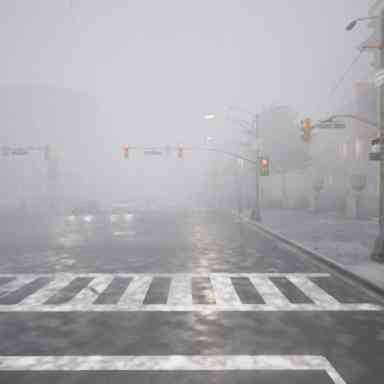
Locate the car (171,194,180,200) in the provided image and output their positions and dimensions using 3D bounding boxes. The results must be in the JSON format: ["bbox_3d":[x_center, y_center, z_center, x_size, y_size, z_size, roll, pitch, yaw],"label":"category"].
[{"bbox_3d":[-5.062,1.290,88.302,2.097,1.767,4.553,0,0,-29],"label":"car"}]

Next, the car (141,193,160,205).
[{"bbox_3d":[-7.189,1.434,57.814,1.882,1.535,5.008,0,0,0],"label":"car"}]

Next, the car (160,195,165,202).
[{"bbox_3d":[-7.360,1.425,71.858,1.882,1.535,5.008,0,0,-3],"label":"car"}]

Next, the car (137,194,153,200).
[{"bbox_3d":[-13.276,1.358,94.429,1.882,1.535,5.008,0,0,-43],"label":"car"}]

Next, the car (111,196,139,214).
[{"bbox_3d":[-7.148,1.500,35.040,1.812,1.442,4.674,0,0,0],"label":"car"}]

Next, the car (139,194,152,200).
[{"bbox_3d":[-12.111,1.376,86.632,1.882,1.535,5.008,0,0,-29],"label":"car"}]

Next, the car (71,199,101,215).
[{"bbox_3d":[-10.654,1.480,33.657,1.837,1.490,4.892,0,0,0],"label":"car"}]

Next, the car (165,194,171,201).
[{"bbox_3d":[-7.713,1.532,85.813,1.895,1.301,4.718,0,0,-25],"label":"car"}]

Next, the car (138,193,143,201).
[{"bbox_3d":[-10.805,1.173,71.066,2.150,2.045,5.566,0,0,-3],"label":"car"}]

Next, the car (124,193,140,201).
[{"bbox_3d":[-10.684,1.435,56.727,1.882,1.535,5.008,0,0,0],"label":"car"}]
